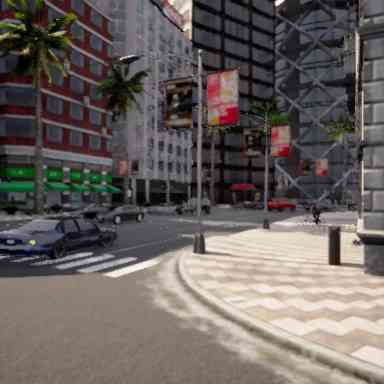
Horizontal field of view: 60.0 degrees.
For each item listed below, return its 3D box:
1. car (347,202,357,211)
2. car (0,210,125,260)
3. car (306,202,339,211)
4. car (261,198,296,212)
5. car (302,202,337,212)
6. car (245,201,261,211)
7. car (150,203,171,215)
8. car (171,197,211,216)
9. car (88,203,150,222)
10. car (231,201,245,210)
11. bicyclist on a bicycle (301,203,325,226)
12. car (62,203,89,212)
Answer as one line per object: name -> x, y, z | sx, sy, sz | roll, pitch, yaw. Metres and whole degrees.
car -> 27.801, 2.297, 54.344 | 5.008, 1.535, 1.882 | 1, -1, -20
car -> -4.992, 1.657, 12.998 | 2.033, 1.411, 5.357 | 0, -1, 18
car -> 21.852, 2.337, 55.794 | 5.357, 1.411, 2.033 | 1, -1, -25
car -> 13.205, 1.875, 49.542 | 5.566, 2.045, 2.150 | 1, -1, -41
car -> 18.656, 2.242, 49.412 | 5.357, 1.411, 2.033 | 1, -1, -36
car -> 11.263, 2.221, 52.723 | 5.357, 1.411, 2.033 | 1, -1, -41
car -> -3.476, 2.013, 39.364 | 1.895, 1.301, 4.718 | 0, -1, 29
car -> 0.275, 1.660, 38.980 | 2.150, 2.045, 5.566 | 0, -1, 29
car -> -5.822, 1.765, 27.272 | 1.837, 1.490, 4.892 | 0, -1, 27
car -> 8.493, 2.201, 54.921 | 4.674, 1.442, 1.812 | 1, -1, -41
bicyclist on a bicycle -> 8.677, 1.636, 23.892 | 1.656, 1.620, 0.582 | 0, -1, 27
car -> -9.034, 1.742, 28.678 | 2.128, 1.511, 4.902 | 0, -1, 27
